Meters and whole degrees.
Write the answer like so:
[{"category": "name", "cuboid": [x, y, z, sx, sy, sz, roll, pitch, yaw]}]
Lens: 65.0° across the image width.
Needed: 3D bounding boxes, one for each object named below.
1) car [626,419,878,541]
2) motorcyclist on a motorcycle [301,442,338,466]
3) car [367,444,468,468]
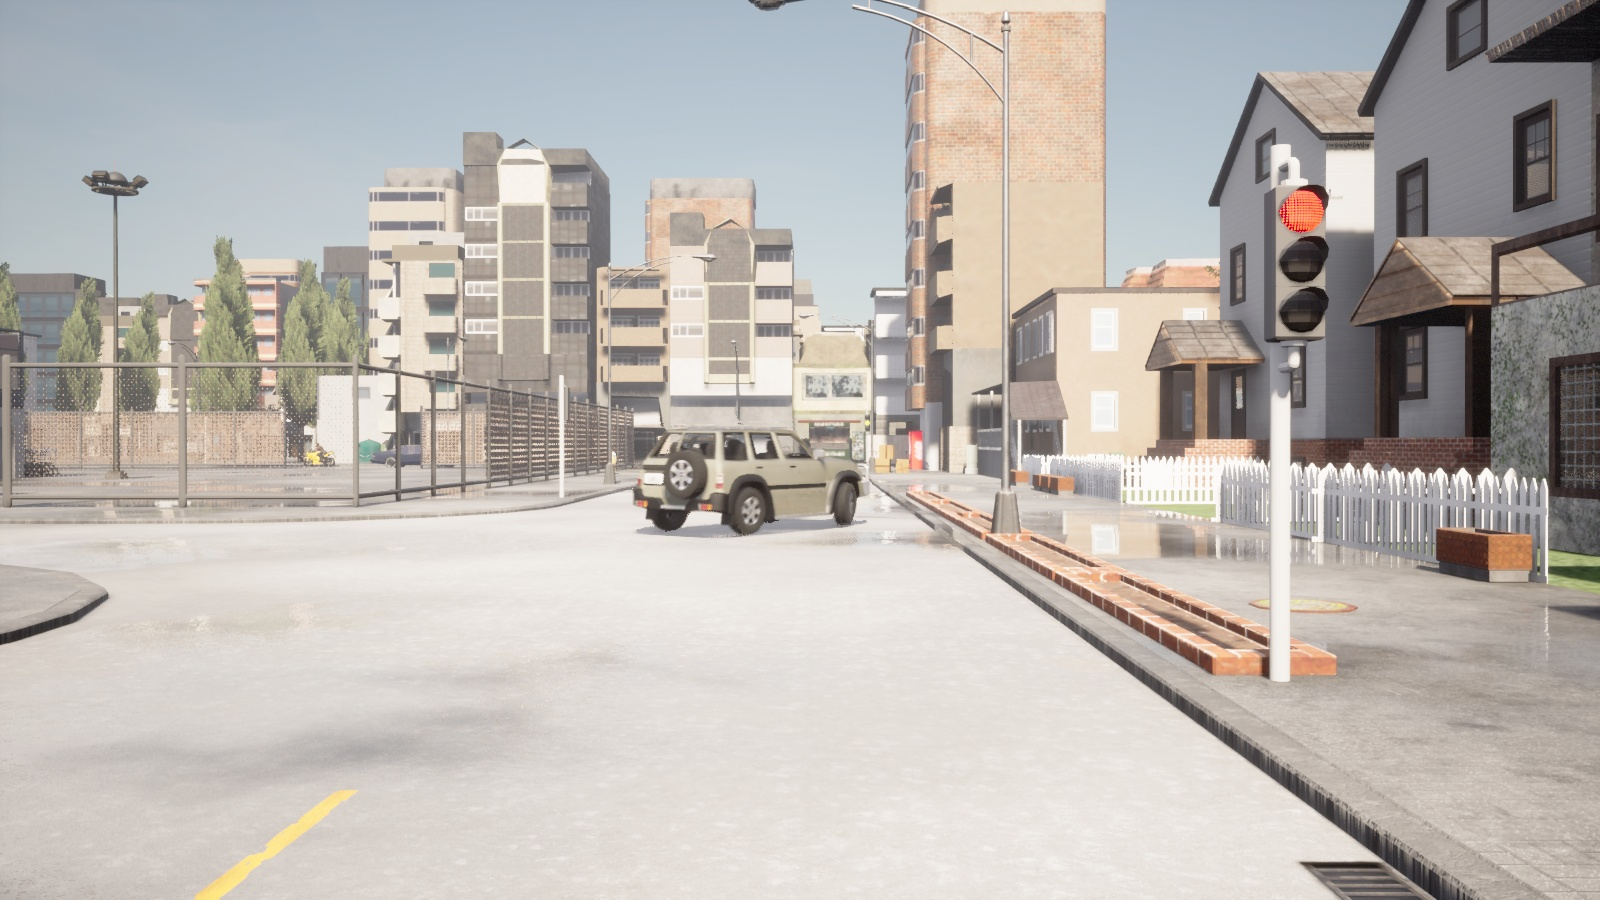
[{"category": "car", "cuboid": [-0.694, 0.440, 21.689, 1.932, 1.855, 4.605, 1, 1, 35]}, {"category": "motorcyclist on a motorcycle", "cuboid": [-30.227, 0.258, 78.965, 2.044, 1.523, 0.797, 0, 0, 1]}, {"category": "car", "cuboid": [-22.766, 0.353, 74.878, 5.357, 1.411, 2.033, 0, 0, 1]}]
